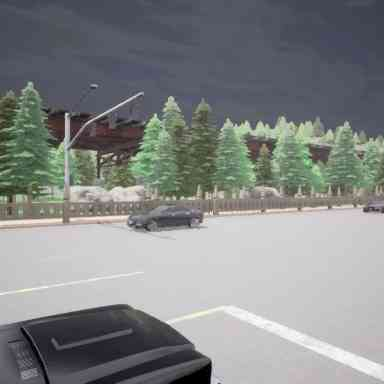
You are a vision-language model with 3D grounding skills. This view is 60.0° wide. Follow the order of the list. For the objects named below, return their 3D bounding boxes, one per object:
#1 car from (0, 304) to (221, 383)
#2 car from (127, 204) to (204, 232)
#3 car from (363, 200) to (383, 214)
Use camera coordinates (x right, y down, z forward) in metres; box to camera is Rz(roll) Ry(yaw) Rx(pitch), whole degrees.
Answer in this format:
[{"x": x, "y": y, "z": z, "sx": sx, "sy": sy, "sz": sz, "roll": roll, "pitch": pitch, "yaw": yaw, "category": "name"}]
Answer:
[{"x": -2.077, "y": 1.601, "z": 2.284, "sx": 4.718, "sy": 1.301, "sz": 1.895, "roll": 0, "pitch": 0, "yaw": -35, "category": "car"}, {"x": -1.515, "y": 1.505, "z": 20.108, "sx": 4.892, "sy": 1.490, "sz": 1.837, "roll": 0, "pitch": 0, "yaw": -35, "category": "car"}, {"x": 20.091, "y": 1.563, "z": 35.516, "sx": 4.181, "sy": 1.385, "sz": 1.994, "roll": 0, "pitch": 0, "yaw": -36, "category": "car"}]
